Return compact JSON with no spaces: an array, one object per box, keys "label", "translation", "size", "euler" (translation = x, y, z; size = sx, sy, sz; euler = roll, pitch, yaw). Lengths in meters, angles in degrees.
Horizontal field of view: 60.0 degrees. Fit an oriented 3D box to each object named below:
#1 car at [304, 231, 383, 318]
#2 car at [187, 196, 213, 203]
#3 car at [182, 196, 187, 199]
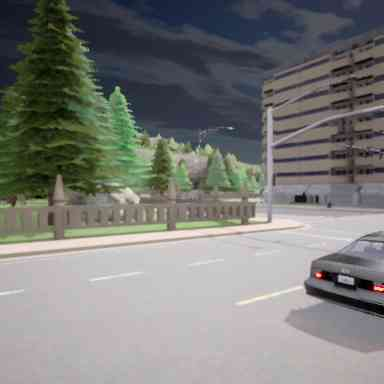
[{"label":"car","translation":[4.688,1.552,7.129],"size":[5.357,1.411,2.033],"euler":[0,0,-35]},{"label":"car","translation":[1.444,1.451,45.762],"size":[2.128,1.511,4.902],"euler":[0,0,-19]},{"label":"car","translation":[-1.248,1.511,61.582],"size":[2.033,1.411,5.357],"euler":[0,0,2]}]
